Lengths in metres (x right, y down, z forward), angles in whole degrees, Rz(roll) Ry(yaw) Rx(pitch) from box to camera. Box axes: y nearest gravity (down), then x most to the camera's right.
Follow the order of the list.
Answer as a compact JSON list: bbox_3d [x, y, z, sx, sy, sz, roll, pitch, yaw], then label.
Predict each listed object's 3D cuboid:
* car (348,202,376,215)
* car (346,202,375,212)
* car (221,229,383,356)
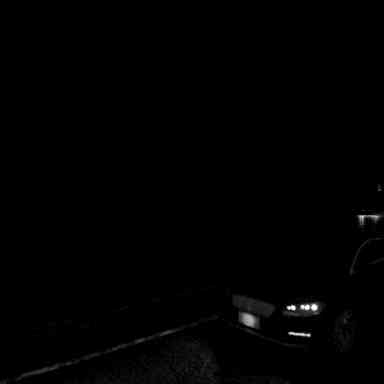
[{"bbox_3d":[22.309,2.244,43.731,1.837,1.490,4.892,-3,-3,7],"label":"car"},{"bbox_3d":[26.387,2.352,52.236,1.837,1.490,4.892,-4,-3,-2],"label":"car"},{"bbox_3d":[2.601,1.512,6.233,4.902,1.511,2.128,0,-1,-42],"label":"car"}]
